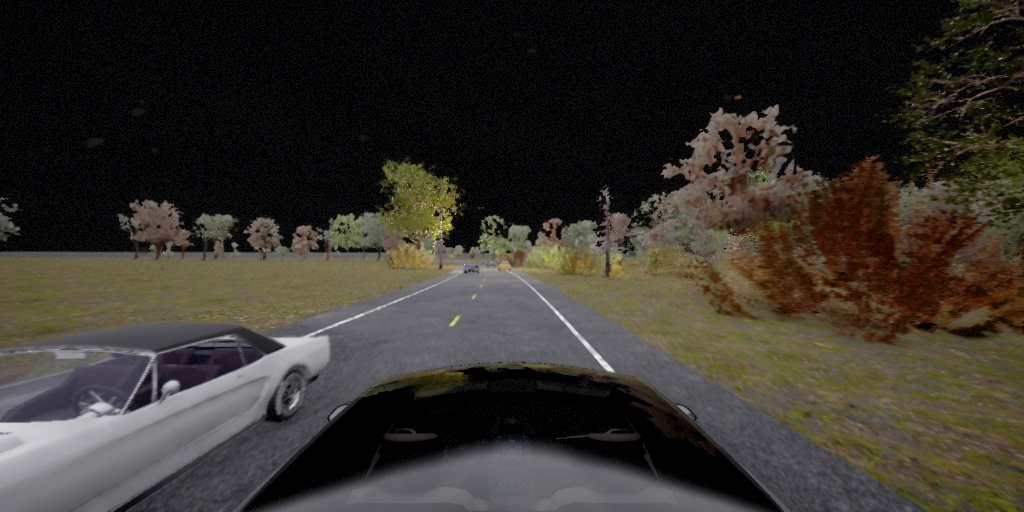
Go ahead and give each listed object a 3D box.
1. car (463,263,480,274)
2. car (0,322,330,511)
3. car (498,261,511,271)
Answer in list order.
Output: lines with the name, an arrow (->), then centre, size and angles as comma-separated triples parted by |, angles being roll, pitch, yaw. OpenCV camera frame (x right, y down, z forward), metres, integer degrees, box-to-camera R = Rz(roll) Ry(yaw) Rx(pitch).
car -> -5.155, 1.619, 45.957 | 1.994, 1.385, 4.181 | 0, 0, -4
car -> -3.614, 1.368, 3.069 | 1.895, 1.301, 4.718 | 0, 0, 0
car -> -1.159, 1.554, 56.647 | 1.801, 1.575, 5.366 | 0, 0, -5
